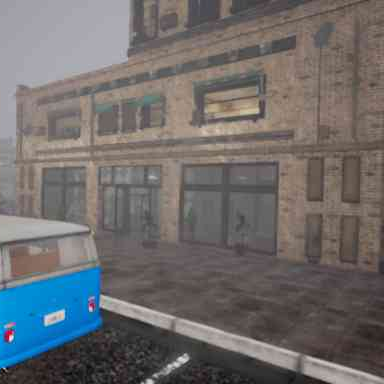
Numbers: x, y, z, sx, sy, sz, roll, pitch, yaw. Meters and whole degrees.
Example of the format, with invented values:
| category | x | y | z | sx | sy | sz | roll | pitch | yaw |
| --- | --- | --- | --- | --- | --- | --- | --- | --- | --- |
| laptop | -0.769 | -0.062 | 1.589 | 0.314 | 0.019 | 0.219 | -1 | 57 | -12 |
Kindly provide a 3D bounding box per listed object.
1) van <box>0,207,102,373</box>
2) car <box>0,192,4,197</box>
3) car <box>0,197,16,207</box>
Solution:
| category | x | y | z | sx | sy | sz | roll | pitch | yaw |
| --- | --- | --- | --- | --- | --- | --- | --- | --- | --- |
| van | -3.175 | 1.268 | 5.120 | 3.998 | 1.788 | 1.690 | 1 | 1 | 35 |
| car | -23.089 | 0.887 | 36.326 | 2.192 | 1.841 | 5.009 | 1 | 0 | 36 |
| car | -16.336 | 1.379 | 31.378 | 1.947 | 1.339 | 4.313 | 1 | 0 | 36 |
